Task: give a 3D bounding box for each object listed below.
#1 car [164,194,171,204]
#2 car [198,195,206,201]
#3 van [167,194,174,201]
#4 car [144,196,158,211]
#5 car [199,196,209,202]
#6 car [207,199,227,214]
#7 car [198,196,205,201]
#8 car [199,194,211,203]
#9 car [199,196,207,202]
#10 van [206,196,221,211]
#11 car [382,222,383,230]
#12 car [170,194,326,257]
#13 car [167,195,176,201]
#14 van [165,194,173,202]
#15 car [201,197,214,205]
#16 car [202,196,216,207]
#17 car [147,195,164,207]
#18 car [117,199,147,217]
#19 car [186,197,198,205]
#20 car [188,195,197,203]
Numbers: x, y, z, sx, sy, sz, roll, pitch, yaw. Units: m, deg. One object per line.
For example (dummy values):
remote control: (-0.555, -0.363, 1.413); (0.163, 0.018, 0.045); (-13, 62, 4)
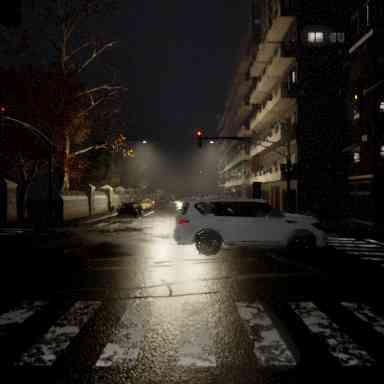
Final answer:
car: (-5.681, 1.494, 64.646); (1.967, 1.590, 4.097); (0, 0, 0)
car: (2.702, 1.538, 87.164); (1.967, 1.590, 4.097); (0, 0, 0)
van: (-5.678, 1.439, 87.165); (1.690, 1.788, 3.998); (0, 0, 0)
car: (-5.683, 1.547, 41.955); (1.752, 1.417, 4.829); (0, 0, 0)
car: (2.700, 1.624, 75.904); (2.008, 1.369, 4.403); (0, 0, 0)
car: (2.697, 1.561, 36.492); (1.887, 1.381, 4.507); (0, 0, 0)
car: (2.702, 1.694, 92.794); (1.802, 1.307, 4.206); (0, 0, 0)
car: (2.701, 1.378, 70.274); (2.192, 1.841, 5.009); (0, 0, 0)
car: (2.700, 1.630, 81.534); (1.887, 1.381, 4.507); (0, 0, 0)
van: (2.698, 1.363, 42.123); (1.690, 1.788, 3.998); (0, 0, 0)
car: (13.468, 1.603, 18.539); (5.009, 1.841, 2.192); (1, -1, -1)
car: (2.085, 1.230, 12.623); (5.566, 2.045, 2.150); (0, 0, 0)
car: (-5.678, 1.663, 92.794); (2.008, 1.369, 4.403); (0, 0, 0)
van: (-5.679, 1.426, 81.535); (1.690, 1.788, 3.998); (0, 0, 0)
car: (2.698, 1.595, 59.014); (2.008, 1.369, 4.403); (0, 0, 0)
car: (2.699, 1.476, 53.384); (1.967, 1.590, 4.097); (0, 0, 0)
car: (-5.682, 1.344, 47.755); (2.192, 1.841, 5.009); (0, 0, 0)
car: (-5.684, 1.578, 30.863); (1.947, 1.339, 4.313); (0, 0, 0)
car: (0.006, 1.593, 59.579); (2.033, 1.411, 5.357); (0, 0, 0)
car: (0.009, 1.440, 69.998); (1.837, 1.490, 4.892); (0, 0, 0)
